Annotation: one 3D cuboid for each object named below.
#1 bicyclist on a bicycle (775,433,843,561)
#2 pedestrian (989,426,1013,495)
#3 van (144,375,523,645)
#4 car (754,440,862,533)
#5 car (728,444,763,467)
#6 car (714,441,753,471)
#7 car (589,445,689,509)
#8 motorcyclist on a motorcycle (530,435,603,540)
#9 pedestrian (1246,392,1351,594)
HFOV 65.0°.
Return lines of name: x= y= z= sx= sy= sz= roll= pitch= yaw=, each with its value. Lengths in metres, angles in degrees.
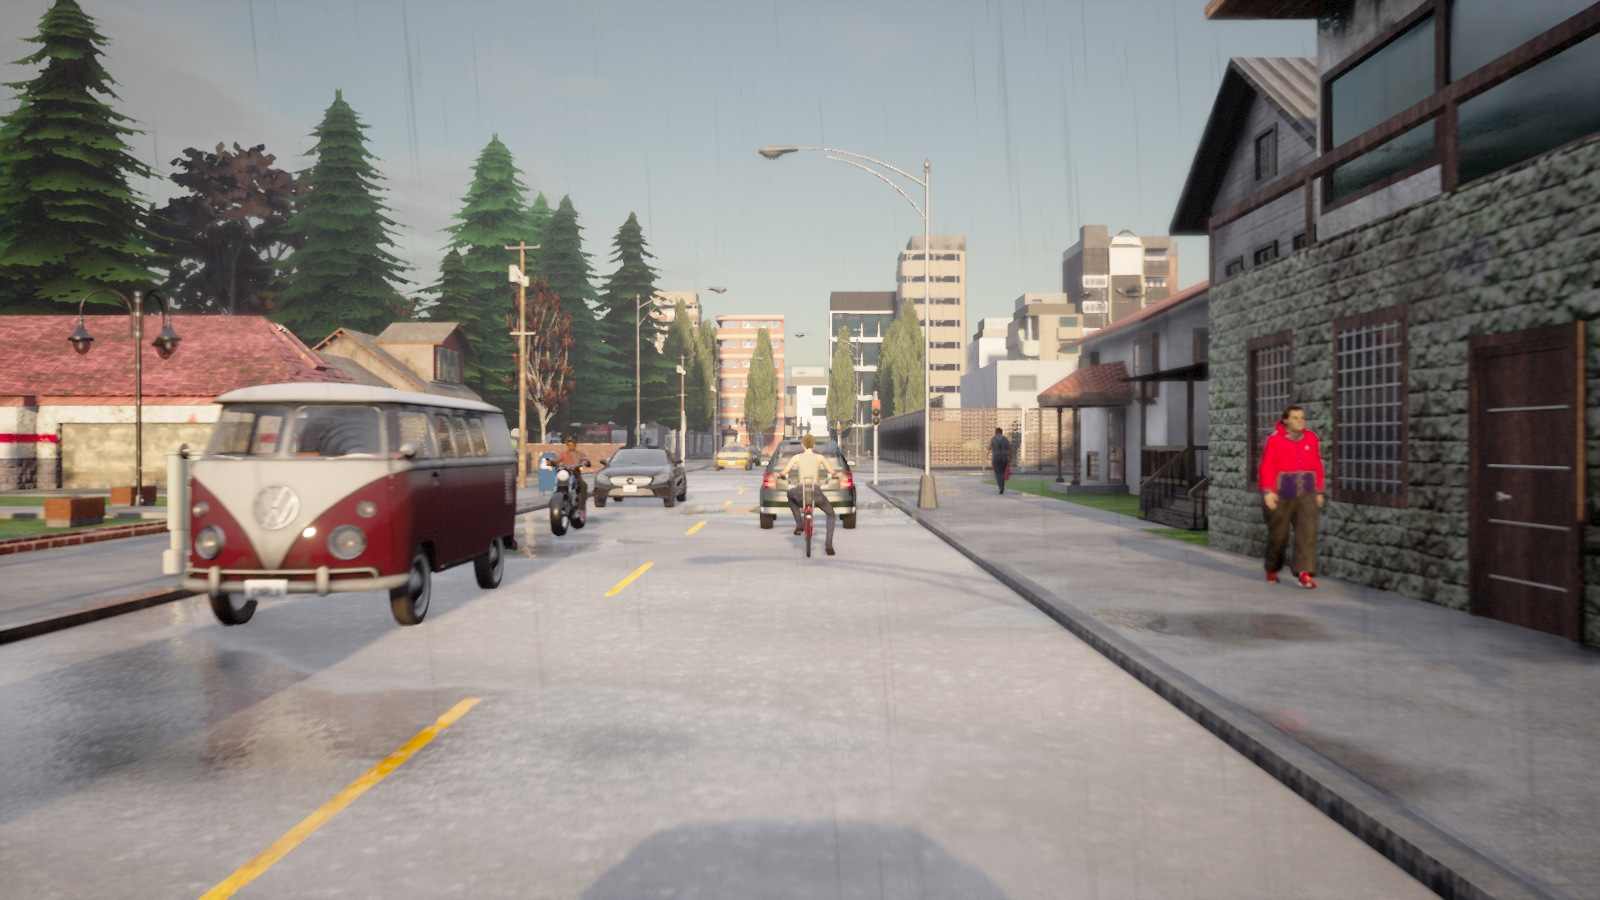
bicyclist on a bicycle: x=0.112 y=0.589 z=16.655 sx=0.866 sy=1.612 sz=1.509 roll=0 pitch=0 yaw=0
pedestrian: x=5.414 y=0.270 z=33.882 sx=0.540 sy=1.848 sz=0.694 roll=0 pitch=0 yaw=-1
van: x=-3.920 y=0.433 z=11.443 sx=1.775 sy=1.987 sz=4.442 roll=0 pitch=0 yaw=0
car: x=0.144 y=0.596 z=22.839 sx=1.789 sy=1.549 sz=3.705 roll=0 pitch=0 yaw=0
car: x=-3.522 y=0.329 z=81.963 sx=2.033 sy=1.411 sz=5.357 roll=0 pitch=0 yaw=0
car: x=-3.593 y=0.295 z=68.748 sx=1.801 sy=1.575 sz=5.366 roll=0 pitch=0 yaw=0
car: x=-3.812 y=0.597 z=30.464 sx=1.812 sy=1.442 sz=4.674 roll=0 pitch=0 yaw=0
motorcyclist on a motorcycle: x=-3.866 y=0.576 z=20.947 sx=0.766 sy=1.649 sz=2.350 roll=0 pitch=1 yaw=0
pedestrian: x=4.714 y=0.393 z=11.925 sx=0.634 sy=1.844 sz=0.899 roll=0 pitch=0 yaw=0
